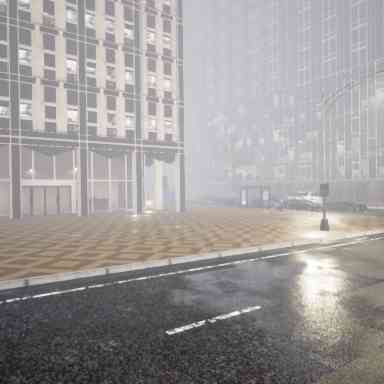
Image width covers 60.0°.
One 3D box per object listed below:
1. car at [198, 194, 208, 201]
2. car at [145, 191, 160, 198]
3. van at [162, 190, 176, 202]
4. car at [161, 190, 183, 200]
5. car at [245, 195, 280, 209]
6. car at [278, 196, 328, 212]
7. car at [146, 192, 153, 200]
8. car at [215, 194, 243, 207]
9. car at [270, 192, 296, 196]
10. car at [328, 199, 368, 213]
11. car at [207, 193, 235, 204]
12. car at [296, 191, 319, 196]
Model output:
[{"bbox_3d":[2.913,1.041,64.380,1.802,1.307,4.206,-1,1,-34],"label":"car"},{"bbox_3d":[-9.963,0.684,83.115,1.967,1.590,4.097,0,1,-34],"label":"car"},{"bbox_3d":[-3.994,0.935,59.633,1.690,1.788,3.998,0,1,-34],"label":"van"},{"bbox_3d":[-4.346,0.638,70.328,2.150,2.045,5.566,-1,1,-34],"label":"car"},{"bbox_3d":[8.788,1.386,40.838,1.802,1.307,4.206,-1,1,-34],"label":"car"},{"bbox_3d":[11.992,1.422,36.141,1.947,1.339,4.313,-1,1,-34],"label":"car"},{"bbox_3d":[-10.432,1.037,69.004,2.008,1.369,4.403,0,1,-34],"label":"car"},{"bbox_3d":[5.617,1.318,45.554,1.947,1.339,4.313,-1,1,-34],"label":"car"},{"bbox_3d":[10.604,1.106,42.949,2.097,1.767,4.553,-1,1,-35],"label":"car"},{"bbox_3d":[16.084,1.406,34.974,1.994,1.385,4.181,-1,1,-35],"label":"car"},{"bbox_3d":[4.963,1.264,51.174,1.895,1.301,4.718,-1,1,-34],"label":"car"},{"bbox_3d":[14.126,0.938,43.487,2.150,2.045,5.566,-1,1,-35],"label":"car"}]
